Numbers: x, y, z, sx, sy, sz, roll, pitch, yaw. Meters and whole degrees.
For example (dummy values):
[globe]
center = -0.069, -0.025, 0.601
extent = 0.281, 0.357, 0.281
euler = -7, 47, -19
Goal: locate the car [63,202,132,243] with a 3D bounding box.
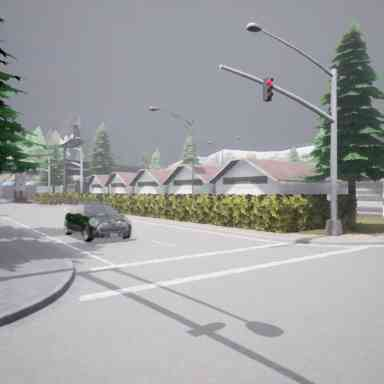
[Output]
[car]
center = -4.742, 1.312, 16.400
extent = 2.097, 1.767, 4.553
euler = 0, 0, -36
